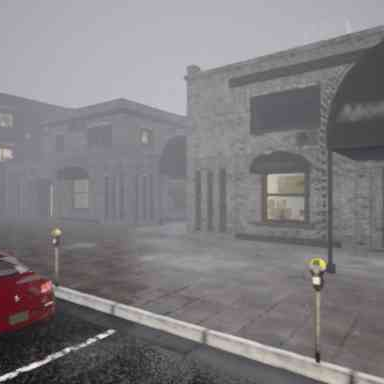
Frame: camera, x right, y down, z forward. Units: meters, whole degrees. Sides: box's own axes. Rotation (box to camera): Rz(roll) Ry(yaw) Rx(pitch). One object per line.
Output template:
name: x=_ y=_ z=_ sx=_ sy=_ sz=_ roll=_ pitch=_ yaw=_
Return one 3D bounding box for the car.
car: x=-4.062 y=1.575 z=5.775 sx=4.206 sy=1.307 sz=1.802 roll=0 pitch=0 yaw=35
